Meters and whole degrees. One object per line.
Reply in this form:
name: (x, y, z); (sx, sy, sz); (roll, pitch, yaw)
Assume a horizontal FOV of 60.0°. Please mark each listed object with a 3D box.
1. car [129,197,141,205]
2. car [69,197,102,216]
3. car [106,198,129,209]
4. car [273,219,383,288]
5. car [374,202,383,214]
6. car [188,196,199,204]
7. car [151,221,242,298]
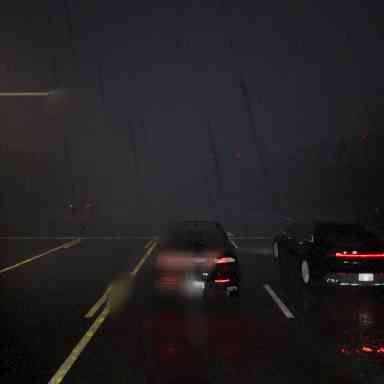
car: (-10.409, 1.564, 60.201); (1.994, 1.385, 4.181); (0, 0, 1)
car: (-10.515, 1.351, 32.982); (2.097, 1.767, 4.553); (0, 0, 0)
car: (-10.479, 1.525, 46.495); (1.812, 1.442, 4.674); (0, 0, 0)
car: (3.602, 1.505, 9.261); (1.837, 1.490, 4.892); (0, 0, 1)
car: (18.114, 1.061, 28.293); (4.902, 1.511, 2.128); (-5, 0, 0)
car: (0.261, 1.491, 62.512); (2.128, 1.511, 4.902); (0, 0, 0)
car: (0.097, 1.492, 8.498); (2.128, 1.511, 4.902); (0, 0, 0)
